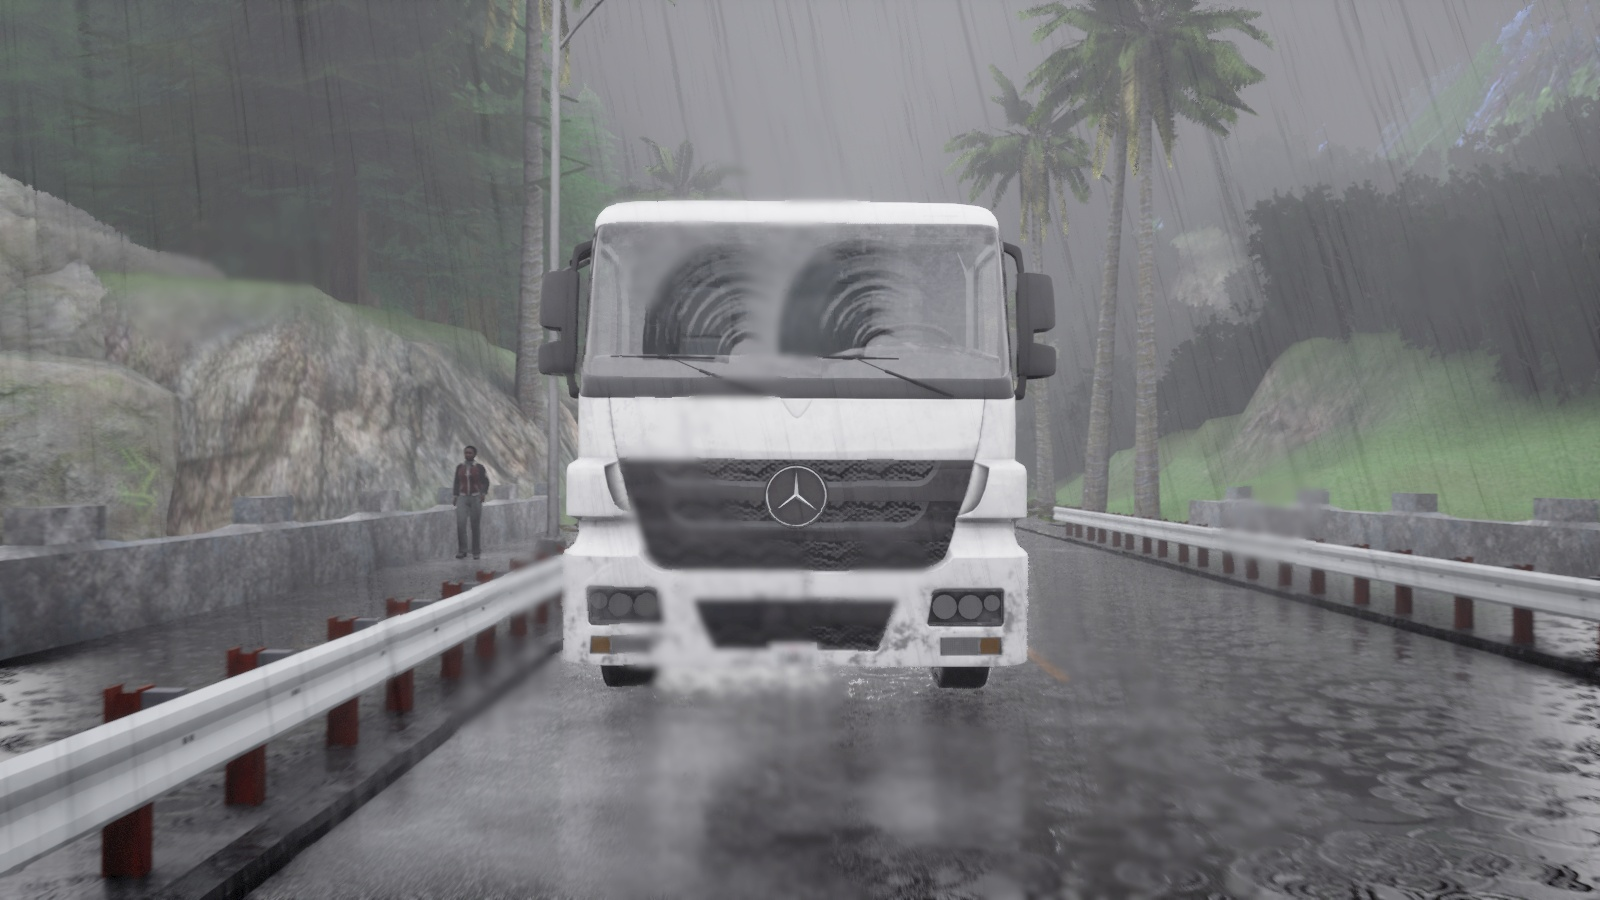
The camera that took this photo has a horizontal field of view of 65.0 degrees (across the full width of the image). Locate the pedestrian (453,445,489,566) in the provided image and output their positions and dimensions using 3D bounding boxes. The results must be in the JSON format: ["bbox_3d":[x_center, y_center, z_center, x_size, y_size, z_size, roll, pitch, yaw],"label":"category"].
[{"bbox_3d":[-5.313,0.885,20.286,0.402,1.930,0.666,0,-1,0],"label":"pedestrian"}]

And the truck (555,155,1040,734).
[{"bbox_3d":[-0.028,0.025,11.490,2.891,3.462,7.936,0,-1,0],"label":"truck"}]
